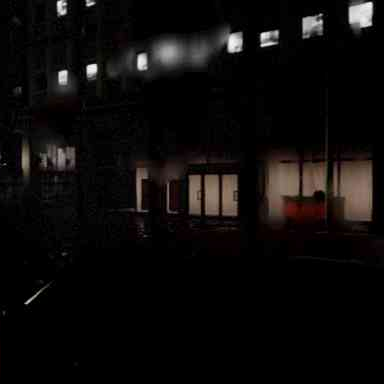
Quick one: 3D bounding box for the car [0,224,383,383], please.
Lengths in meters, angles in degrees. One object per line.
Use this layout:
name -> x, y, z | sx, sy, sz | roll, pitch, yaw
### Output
car -> -0.095, 1.247, 2.860 | 5.009, 1.841, 2.192 | 0, 2, 27
